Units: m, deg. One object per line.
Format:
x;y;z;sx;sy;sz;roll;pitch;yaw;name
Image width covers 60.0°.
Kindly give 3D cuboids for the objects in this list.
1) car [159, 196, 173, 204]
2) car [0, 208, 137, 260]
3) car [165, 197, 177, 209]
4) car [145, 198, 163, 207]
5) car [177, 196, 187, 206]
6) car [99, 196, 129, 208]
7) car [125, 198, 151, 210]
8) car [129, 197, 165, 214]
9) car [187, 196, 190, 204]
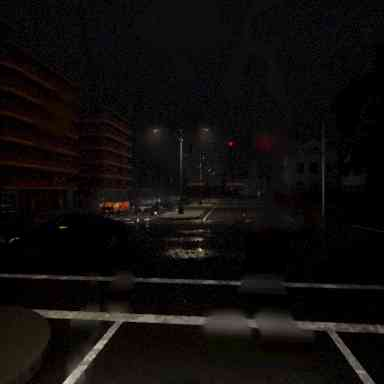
-5.025;1.562;63.890;1.994;1.385;4.181;0;0;6;car
-4.671;1.525;12.578;4.674;1.442;1.812;0;-1;-42;car
-3.608;1.599;44.104;1.895;1.301;4.718;0;0;6;car
-6.092;1.599;53.916;1.895;1.301;4.718;0;0;6;car
-2.652;1.490;53.149;2.128;1.511;4.902;0;0;6;car
-8.084;1.351;34.968;2.097;1.767;4.553;0;0;6;car
-7.094;1.544;44.386;2.033;1.411;5.357;0;0;6;car
-4.570;1.490;34.895;2.128;1.511;4.902;0;0;6;car
-1.594;1.503;63.050;1.837;1.490;4.892;0;0;7;car
